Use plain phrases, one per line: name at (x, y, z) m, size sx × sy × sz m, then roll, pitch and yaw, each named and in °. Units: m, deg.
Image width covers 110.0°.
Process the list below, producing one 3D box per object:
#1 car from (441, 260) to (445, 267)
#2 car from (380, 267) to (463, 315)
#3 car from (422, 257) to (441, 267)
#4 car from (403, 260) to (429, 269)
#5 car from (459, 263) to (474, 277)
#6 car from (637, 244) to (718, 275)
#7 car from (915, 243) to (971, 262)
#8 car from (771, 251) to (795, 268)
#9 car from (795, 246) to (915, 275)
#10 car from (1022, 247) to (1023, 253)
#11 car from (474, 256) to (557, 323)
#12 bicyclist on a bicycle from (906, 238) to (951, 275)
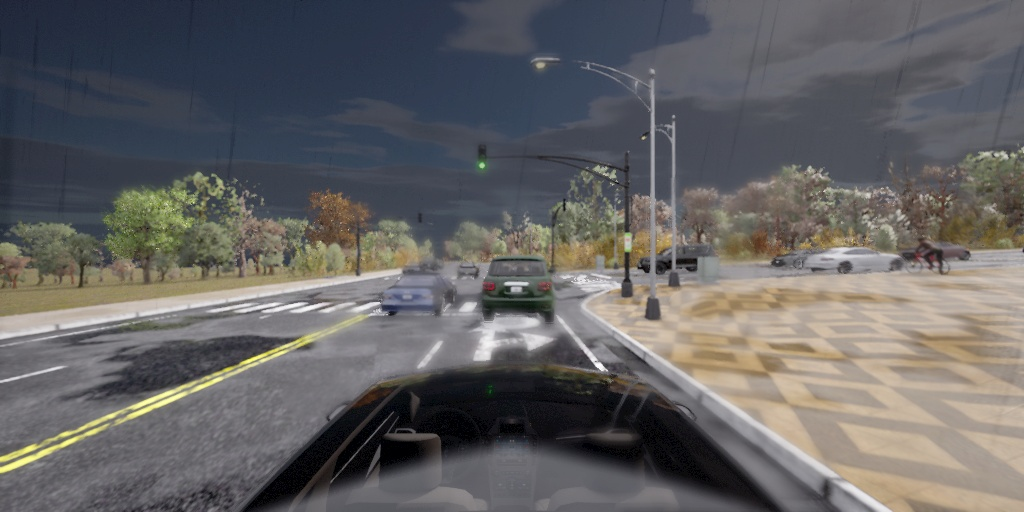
car at (-12.692, 1.367, 60.993) m, size 2.097 × 1.767 × 4.553 m, roll 0°, pitch 0°, yaw -5°
car at (-3.311, 1.331, 13.655) m, size 2.033 × 1.411 × 5.357 m, roll 0°, pitch 0°, yaw -1°
car at (-11.863, 1.179, 50.917) m, size 2.150 × 2.045 × 5.566 m, roll 0°, pitch 0°, yaw -4°
car at (-11.188, 1.466, 41.068) m, size 1.994 × 1.385 × 4.181 m, roll 0°, pitch 0°, yaw -4°
car at (-4.081, 1.360, 34.117) m, size 2.128 × 1.511 × 4.902 m, roll 0°, pitch 0°, yaw -3°
car at (12.139, 0.249, 26.390) m, size 5.566 × 2.045 × 2.150 m, roll -3°, pitch 0°, yaw -1°
car at (31.722, -0.299, 27.076) m, size 4.181 × 1.385 × 1.994 m, roll -3°, pitch 0°, yaw -3°
car at (21.716, 0.155, 26.636) m, size 4.181 × 1.385 × 1.994 m, roll -3°, pitch 0°, yaw -1°
car at (18.811, 0.223, 19.807) m, size 4.674 × 1.442 × 1.812 m, roll -3°, pitch 0°, yaw -2°
car at (42.499, -0.821, 27.700) m, size 4.674 × 1.442 × 1.812 m, roll -3°, pitch 0°, yaw -4°
car at (0.349, 1.003, 12.418) m, size 2.150 × 2.045 × 5.566 m, roll 0°, pitch 0°, yaw 5°
bicyclist on a bicycle at (18.057, 0.015, 15.620) m, size 0.582 × 1.620 × 1.656 m, roll -2°, pitch -1°, yaw -1°
